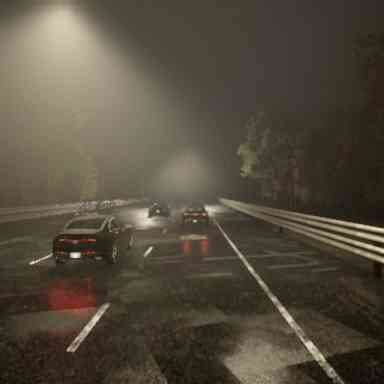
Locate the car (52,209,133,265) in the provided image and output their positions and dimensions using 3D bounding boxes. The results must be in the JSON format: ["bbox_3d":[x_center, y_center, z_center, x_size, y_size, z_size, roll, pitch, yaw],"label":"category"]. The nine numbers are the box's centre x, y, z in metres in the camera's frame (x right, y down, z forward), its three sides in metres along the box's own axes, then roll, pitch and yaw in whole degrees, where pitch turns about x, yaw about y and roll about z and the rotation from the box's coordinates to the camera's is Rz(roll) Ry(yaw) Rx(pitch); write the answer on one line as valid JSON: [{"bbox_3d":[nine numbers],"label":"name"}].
[{"bbox_3d":[-3.366,1.594,12.056,1.837,1.490,4.892,0,0,0],"label":"car"}]

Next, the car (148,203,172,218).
[{"bbox_3d":[-3.127,1.793,32.863,1.994,1.385,4.181,0,0,1],"label":"car"}]

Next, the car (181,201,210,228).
[{"bbox_3d":[0.228,1.656,23.409,2.128,1.511,4.902,0,0,1],"label":"car"}]

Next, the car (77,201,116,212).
[{"bbox_3d":[-6.768,1.402,23.594,2.128,1.511,4.902,-5,6,1],"label":"car"}]
